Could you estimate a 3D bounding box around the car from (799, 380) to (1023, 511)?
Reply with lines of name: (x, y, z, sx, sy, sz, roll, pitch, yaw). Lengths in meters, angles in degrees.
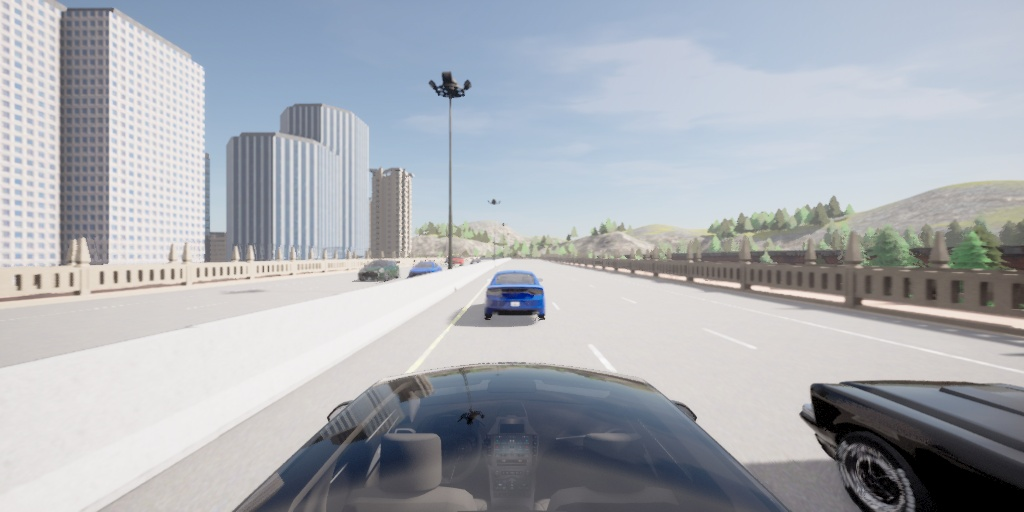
car: (3.586, 1.350, 1.149, 1.895, 1.301, 4.718, 0, 0, 0)

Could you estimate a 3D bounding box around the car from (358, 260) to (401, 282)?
car: (-10.603, 1.094, 28.941, 2.097, 1.767, 4.553, 0, 0, 0)

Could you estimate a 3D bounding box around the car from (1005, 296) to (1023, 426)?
car: (7.073, 1.238, 1.922, 2.128, 1.511, 4.902, 0, 0, 0)

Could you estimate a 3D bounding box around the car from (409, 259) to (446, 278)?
car: (-7.105, 1.218, 29.752, 1.882, 1.535, 5.008, 0, 0, 0)

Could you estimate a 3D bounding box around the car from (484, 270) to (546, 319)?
car: (0.095, 1.223, 12.727, 1.882, 1.535, 5.008, 0, 0, 0)
